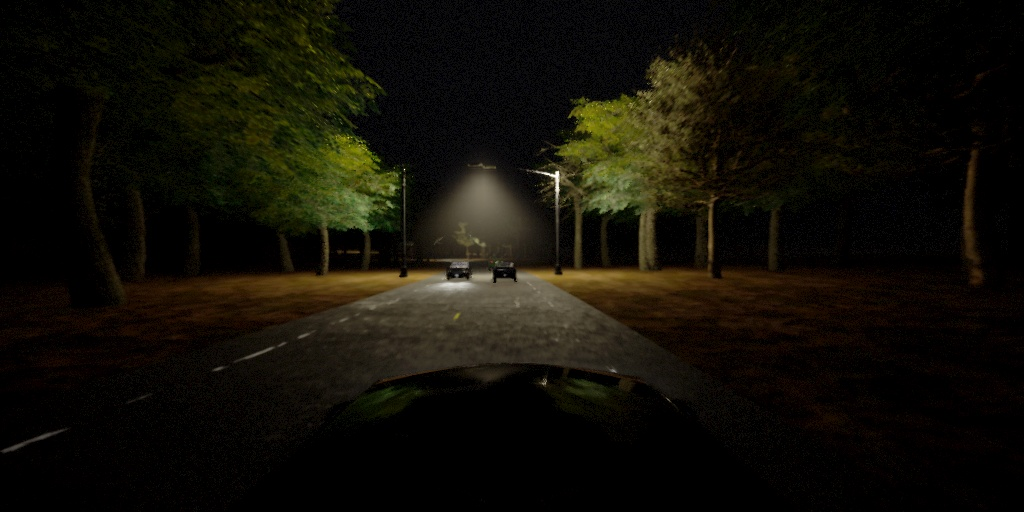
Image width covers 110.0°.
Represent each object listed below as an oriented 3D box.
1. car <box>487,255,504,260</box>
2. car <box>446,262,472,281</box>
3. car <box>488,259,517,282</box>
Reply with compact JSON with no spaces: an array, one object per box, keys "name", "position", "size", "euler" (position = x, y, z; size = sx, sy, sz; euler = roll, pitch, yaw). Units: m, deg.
[{"name":"car","position":[-2.207,0.928,50.120],"size":[2.150,2.045,5.566],"euler":[0,0,-5]},{"name":"car","position":[-4.388,1.248,30.295],"size":[2.128,1.511,4.902],"euler":[0,0,-3]},{"name":"car","position":[-0.626,1.223,28.840],"size":[2.128,1.511,4.902],"euler":[0,0,-3]}]
